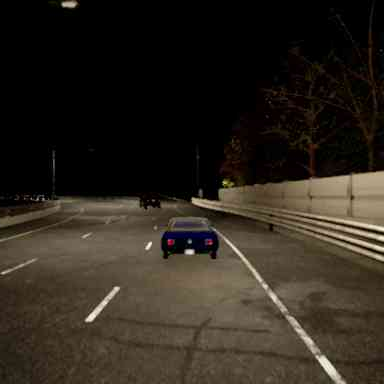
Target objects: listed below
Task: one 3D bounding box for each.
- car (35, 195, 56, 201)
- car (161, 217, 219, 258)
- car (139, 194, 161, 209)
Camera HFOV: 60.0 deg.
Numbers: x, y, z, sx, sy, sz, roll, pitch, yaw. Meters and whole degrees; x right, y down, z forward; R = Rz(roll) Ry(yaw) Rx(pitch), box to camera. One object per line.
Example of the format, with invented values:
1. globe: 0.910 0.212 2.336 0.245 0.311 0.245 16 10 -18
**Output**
1. car: -37.197 1.628 84.498 2.128 1.511 4.902 0 0 -44
2. car: -0.120 1.621 12.806 1.895 1.301 4.718 0 0 -1
3. car: -5.827 1.290 45.716 2.150 2.045 5.566 0 0 -18
